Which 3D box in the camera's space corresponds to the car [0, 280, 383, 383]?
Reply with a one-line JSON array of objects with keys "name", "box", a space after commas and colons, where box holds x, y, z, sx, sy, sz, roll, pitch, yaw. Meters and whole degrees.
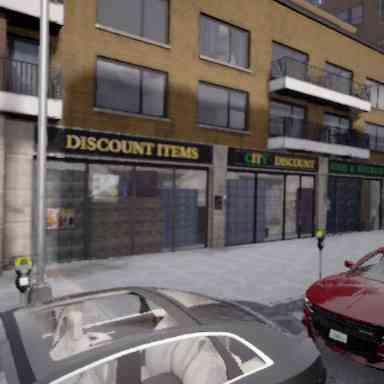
[{"name": "car", "box": [-0.889, 1.502, 2.262, 4.403, 1.369, 2.008, 1, 1, -34]}]

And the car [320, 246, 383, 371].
[{"name": "car", "box": [3.669, 1.559, 5.374, 4.507, 1.381, 1.887, 1, 1, -34]}]
